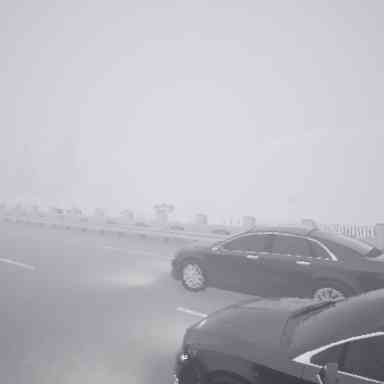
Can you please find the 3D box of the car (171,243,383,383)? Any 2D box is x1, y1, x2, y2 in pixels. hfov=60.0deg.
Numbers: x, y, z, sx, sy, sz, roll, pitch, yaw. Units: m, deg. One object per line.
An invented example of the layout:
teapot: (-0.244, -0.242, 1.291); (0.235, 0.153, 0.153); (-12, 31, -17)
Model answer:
car: (2.059, 1.505, 2.514); (4.892, 1.490, 1.837); (0, 0, 37)

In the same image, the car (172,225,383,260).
car: (1.735, 1.477, 7.120); (4.892, 1.490, 1.837); (0, 0, 37)
